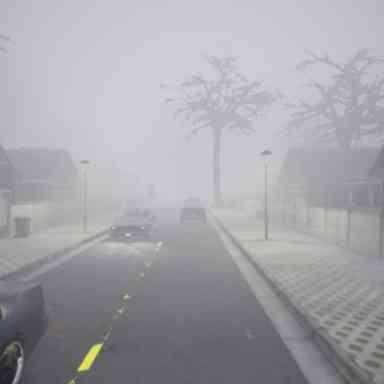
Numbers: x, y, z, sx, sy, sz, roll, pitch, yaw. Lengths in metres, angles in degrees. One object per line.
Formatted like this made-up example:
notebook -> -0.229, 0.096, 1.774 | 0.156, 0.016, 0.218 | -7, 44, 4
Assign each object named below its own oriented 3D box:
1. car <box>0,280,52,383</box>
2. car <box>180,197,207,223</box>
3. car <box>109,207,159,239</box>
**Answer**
car -> -2.843, 1.545, 2.261 | 2.033, 1.411, 5.357 | 0, 0, 0
car -> 0.097, 1.449, 25.459 | 1.882, 1.535, 5.008 | 0, 0, 0
car -> -2.851, 1.527, 17.565 | 2.033, 1.411, 5.357 | 0, 0, 1
